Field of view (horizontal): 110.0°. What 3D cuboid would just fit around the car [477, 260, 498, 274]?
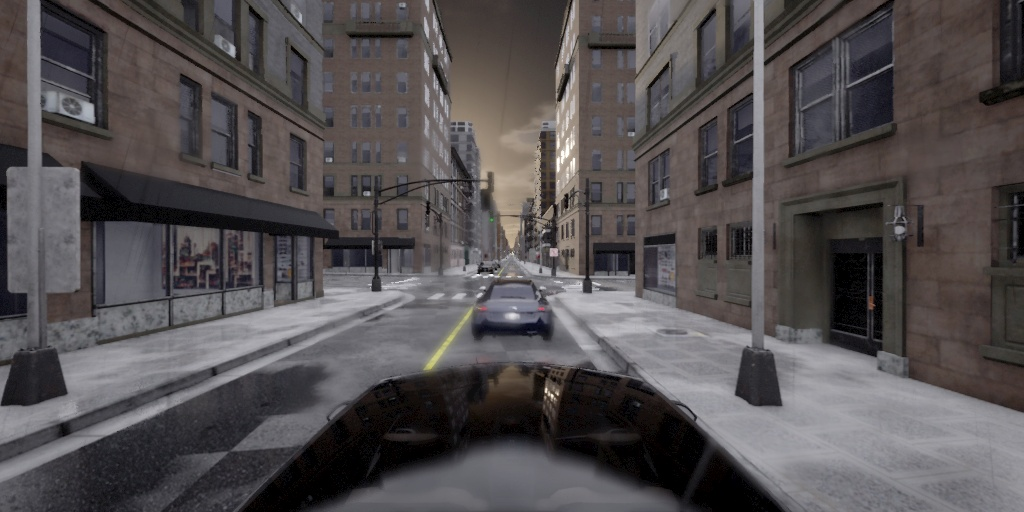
[{"bbox_3d":[-3.066,1.340,43.012,1.837,1.490,4.892,0,0,0],"label":"car"}]

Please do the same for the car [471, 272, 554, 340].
[{"bbox_3d":[0.021,1.322,10.011,1.994,1.385,4.181,0,0,0],"label":"car"}]

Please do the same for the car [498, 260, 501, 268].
[{"bbox_3d":[-3.060,1.409,52.835,2.033,1.411,5.357,0,0,0],"label":"car"}]
